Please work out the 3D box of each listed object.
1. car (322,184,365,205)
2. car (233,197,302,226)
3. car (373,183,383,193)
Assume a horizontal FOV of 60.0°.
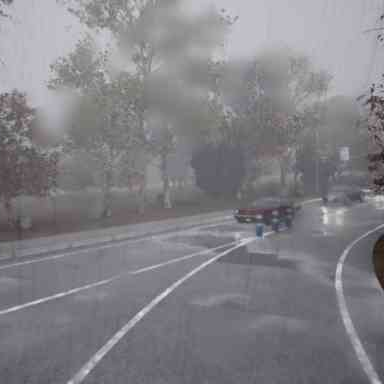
[{"bbox_3d":[12.164,0.124,26.604,4.902,1.511,2.128,-6,5,-43],"label":"car"},{"bbox_3d":[4.287,0.991,18.468,1.895,1.301,4.718,1,4,42],"label":"car"},{"bbox_3d":[20.094,-0.731,33.654,4.902,1.511,2.128,-6,4,-39],"label":"car"}]
